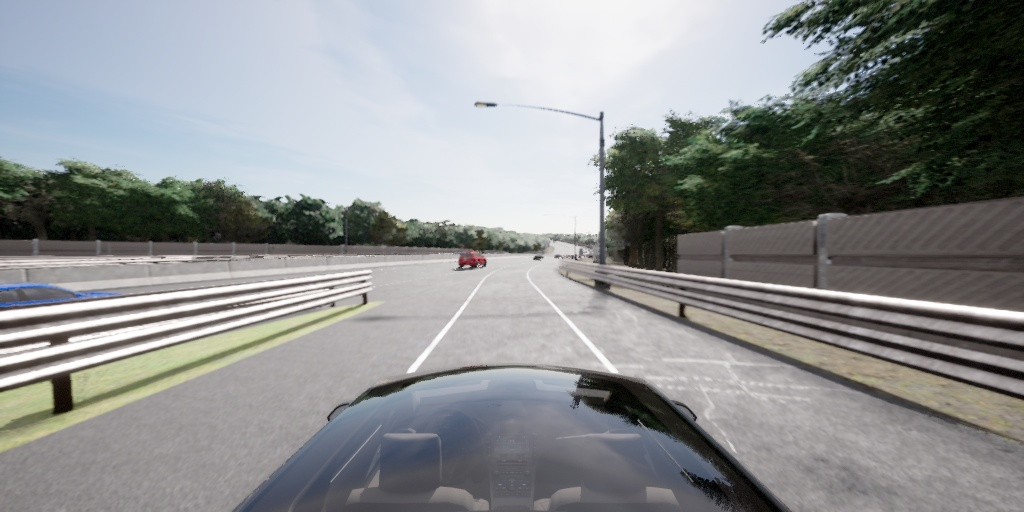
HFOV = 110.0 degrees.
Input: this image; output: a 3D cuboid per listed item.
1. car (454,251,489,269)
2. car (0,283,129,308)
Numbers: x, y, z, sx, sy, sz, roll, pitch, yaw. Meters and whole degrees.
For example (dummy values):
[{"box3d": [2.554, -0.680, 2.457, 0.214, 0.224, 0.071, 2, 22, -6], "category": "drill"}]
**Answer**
[{"box3d": [-4.833, 0.495, 44.857, 2.150, 2.045, 5.566, 0, 1, 15], "category": "car"}, {"box3d": [-14.130, 1.525, 10.362, 1.882, 1.535, 5.008, 0, 2, 15], "category": "car"}]
